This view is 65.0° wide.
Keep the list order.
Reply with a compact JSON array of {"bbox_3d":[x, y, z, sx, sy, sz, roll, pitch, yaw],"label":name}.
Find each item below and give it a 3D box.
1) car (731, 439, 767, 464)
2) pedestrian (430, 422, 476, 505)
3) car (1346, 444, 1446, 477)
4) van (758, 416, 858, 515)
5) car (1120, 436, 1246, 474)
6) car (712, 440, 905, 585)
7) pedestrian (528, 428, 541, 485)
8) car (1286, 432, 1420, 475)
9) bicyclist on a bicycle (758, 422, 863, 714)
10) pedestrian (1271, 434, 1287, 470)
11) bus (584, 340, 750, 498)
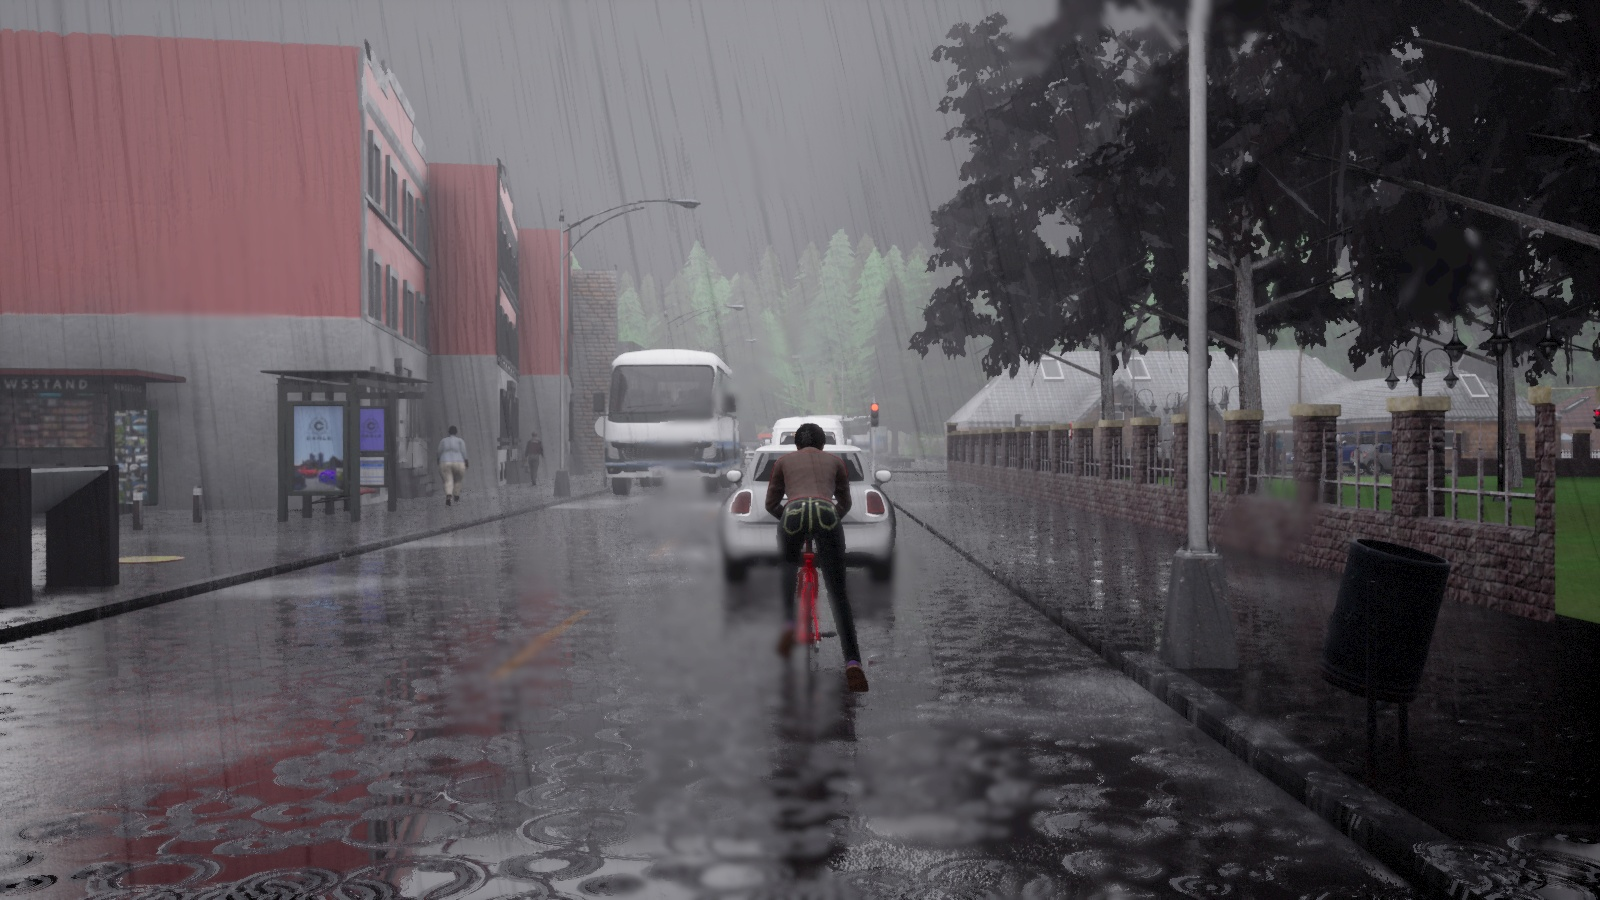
[{"bbox_3d":[-3.458,0.101,86.326,2.242,1.667,4.611,0,0,1],"label":"car"},{"bbox_3d":[-7.880,0.289,28.550,0.874,1.855,0.900,0,0,-5],"label":"pedestrian"},{"bbox_3d":[26.893,0.462,56.757,3.633,1.501,1.845,0,0,-1],"label":"car"},{"bbox_3d":[0.184,0.311,28.196,2.069,2.038,4.480,0,0,1],"label":"van"},{"bbox_3d":[17.275,0.218,56.805,5.027,1.651,2.152,0,0,-1],"label":"car"},{"bbox_3d":[0.104,0.629,14.715,1.970,1.475,3.806,0,0,0],"label":"car"},{"bbox_3d":[-8.773,0.215,41.485,0.376,1.854,0.720,0,0,-8],"label":"pedestrian"},{"bbox_3d":[26.718,0.144,60.805,5.566,2.045,2.150,0,0,0],"label":"car"},{"bbox_3d":[0.062,0.655,7.794,0.582,1.620,1.656,0,0,0],"label":"bicyclist on a bicycle"},{"bbox_3d":[25.259,0.102,66.212,0.692,1.930,0.396,0,0,-24],"label":"pedestrian"},{"bbox_3d":[-3.785,-0.853,38.986,3.944,4.253,10.273,0,0,1],"label":"bus"}]
